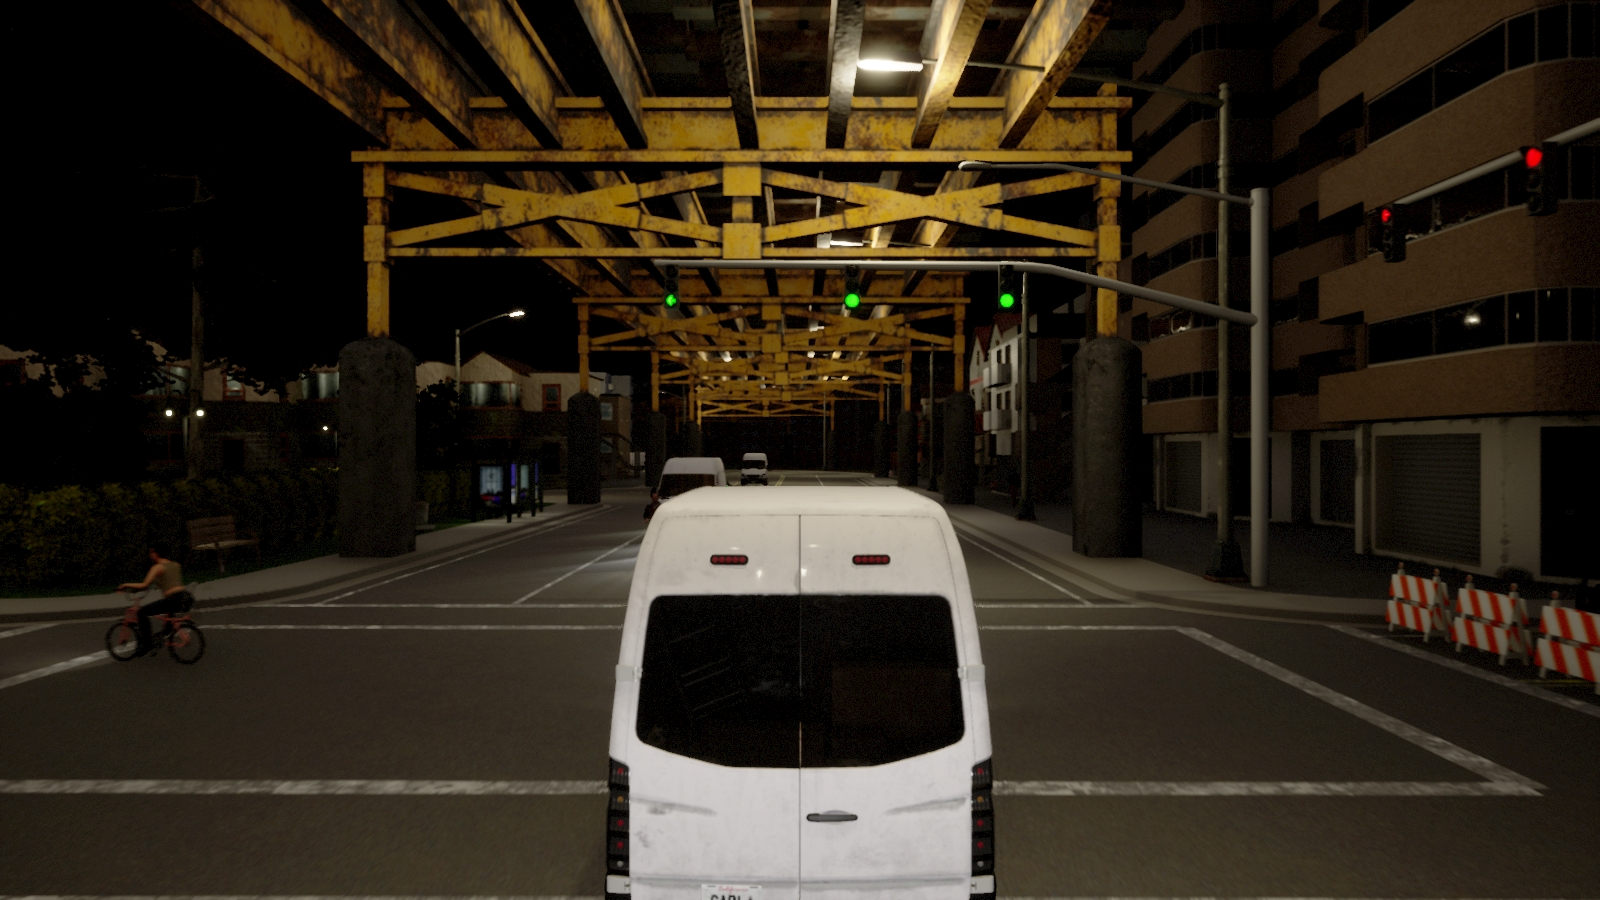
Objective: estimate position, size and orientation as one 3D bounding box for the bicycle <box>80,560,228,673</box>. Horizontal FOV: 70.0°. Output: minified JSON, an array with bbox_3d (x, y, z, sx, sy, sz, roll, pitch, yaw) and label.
[{"bbox_3d":[-8.432,2.146,14.944,1.487,1.301,0.859,0,1,12],"label":"bicycle"}]

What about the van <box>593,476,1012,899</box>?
[{"bbox_3d":[0.011,1.535,8.384,1.988,2.561,5.915,0,0,0],"label":"van"}]

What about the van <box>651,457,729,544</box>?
[{"bbox_3d":[-3.484,1.537,37.256,1.988,2.561,5.915,0,0,0],"label":"van"}]

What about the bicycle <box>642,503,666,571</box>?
[{"bbox_3d":[-3.493,2.050,27.392,0.329,1.496,1.835,0,0,0],"label":"bicycle"}]
